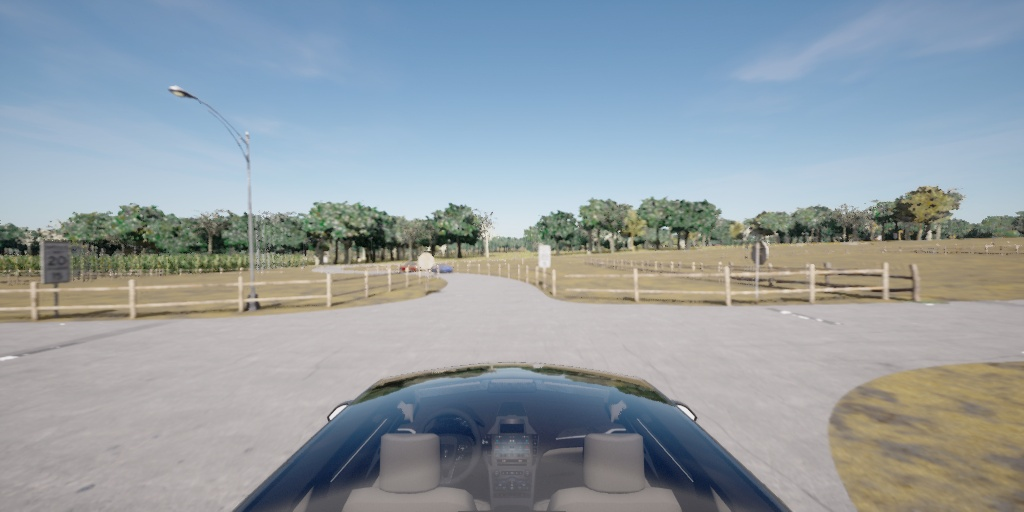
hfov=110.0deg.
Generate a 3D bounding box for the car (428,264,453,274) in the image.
[{"bbox_3d":[-10.902,1.937,54.828,2.033,1.411,5.357,-1,-1,-37],"label":"car"}]

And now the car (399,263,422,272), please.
[{"bbox_3d":[-17.741,1.936,62.605,4.553,1.767,2.097,-2,0,42],"label":"car"}]
